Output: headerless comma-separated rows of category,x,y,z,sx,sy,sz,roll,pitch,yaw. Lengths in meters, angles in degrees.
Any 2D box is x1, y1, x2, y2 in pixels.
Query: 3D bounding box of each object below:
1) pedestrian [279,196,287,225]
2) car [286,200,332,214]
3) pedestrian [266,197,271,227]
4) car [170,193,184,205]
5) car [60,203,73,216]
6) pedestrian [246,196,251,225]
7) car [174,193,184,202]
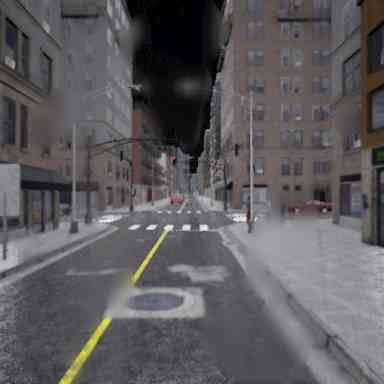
pedestrian,5.637,1.122,20.770,0.375,1.860,0.375,0,0,0
car,12.141,1.518,34.640,4.507,1.381,1.887,-1,0,0
pedestrian,4.637,1.166,20.170,0.375,1.860,0.375,0,0,0
car,-3.011,1.324,63.524,2.150,2.045,5.566,0,0,0
car,-14.622,1.787,34.831,4.403,1.369,2.008,-1,0,0
pedestrian,3.637,1.185,21.370,0.375,1.860,0.375,0,0,0
car,-2.992,1.315,79.287,2.150,2.045,5.566,0,0,0
